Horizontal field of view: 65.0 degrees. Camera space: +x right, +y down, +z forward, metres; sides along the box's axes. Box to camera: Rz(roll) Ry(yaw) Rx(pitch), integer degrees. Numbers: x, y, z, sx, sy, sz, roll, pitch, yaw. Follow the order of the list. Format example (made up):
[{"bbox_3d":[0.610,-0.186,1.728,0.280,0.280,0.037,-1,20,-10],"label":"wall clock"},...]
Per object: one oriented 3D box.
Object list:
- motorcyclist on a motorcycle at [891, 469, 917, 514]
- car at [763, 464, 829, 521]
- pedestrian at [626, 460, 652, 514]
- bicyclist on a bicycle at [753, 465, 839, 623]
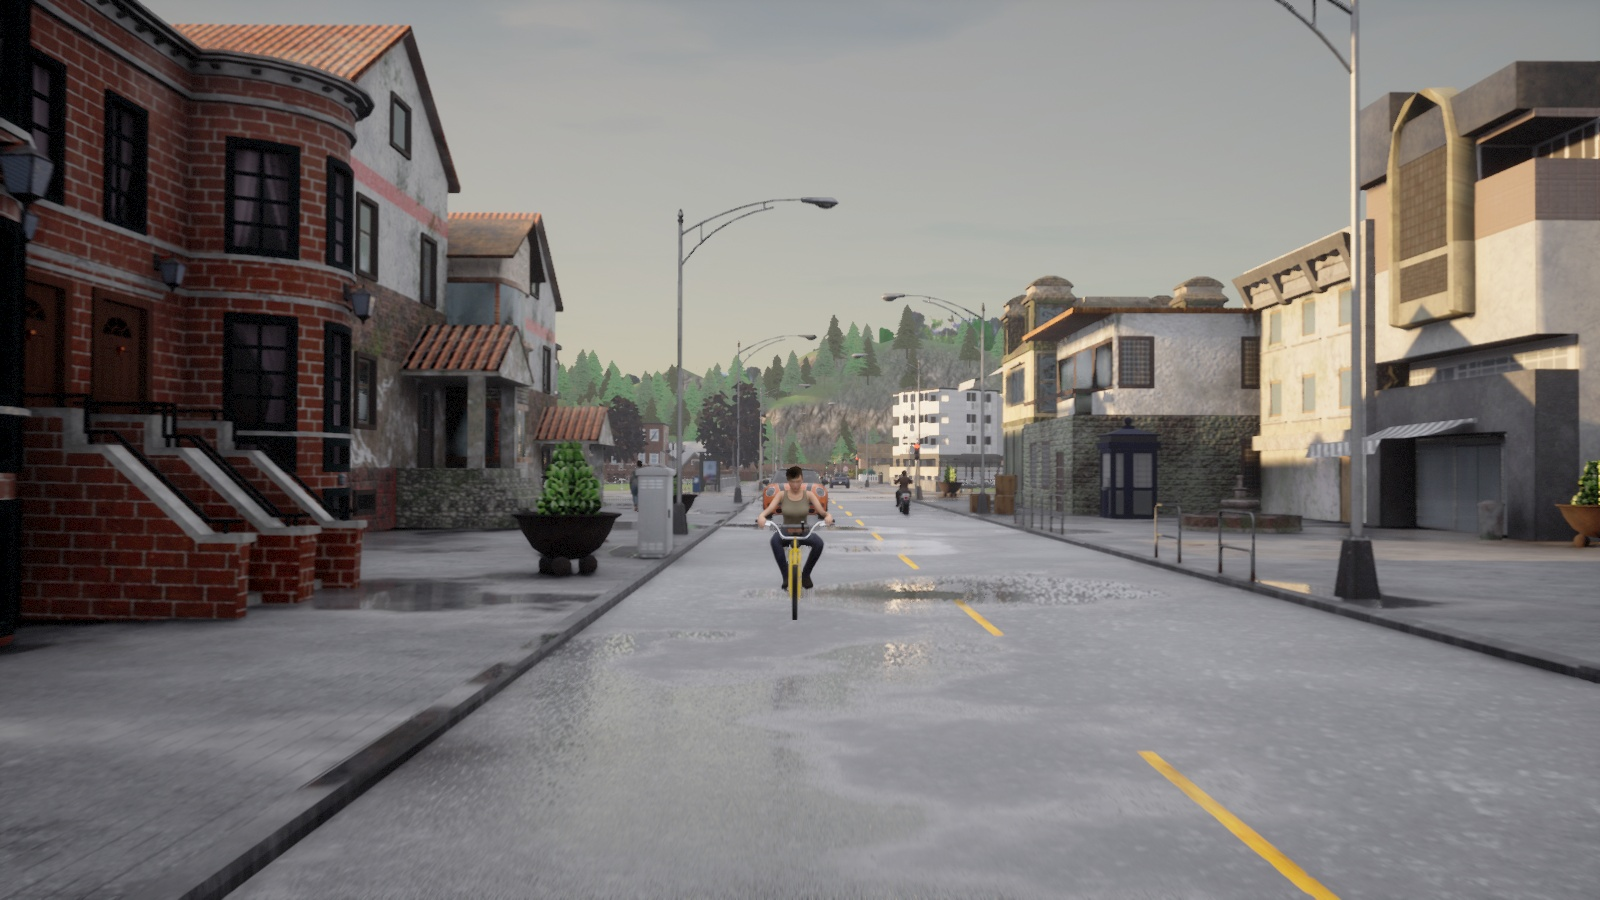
[{"bbox_3d":[3.851,1.530,46.684,0.766,1.649,2.350,0,-1,0],"label":"motorcyclist on a motorcycle"},{"bbox_3d":[-0.134,1.374,41.891,2.097,1.767,4.553,0,-1,0],"label":"car"},{"bbox_3d":[-5.546,1.270,43.258,0.874,1.855,0.900,0,-1,-8],"label":"pedestrian"},{"bbox_3d":[-0.044,0.979,13.612,0.866,1.612,1.509,0,-1,0],"label":"bicyclist on a bicycle"}]
